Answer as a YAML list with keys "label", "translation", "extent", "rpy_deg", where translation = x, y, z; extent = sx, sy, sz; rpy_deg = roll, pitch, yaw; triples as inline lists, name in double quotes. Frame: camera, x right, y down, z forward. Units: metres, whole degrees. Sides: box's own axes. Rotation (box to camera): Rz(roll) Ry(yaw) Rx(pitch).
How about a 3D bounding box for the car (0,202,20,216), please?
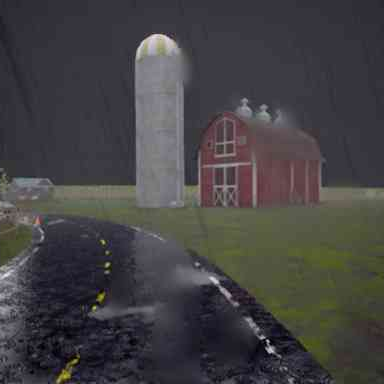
- label: "car"
  translation: [-22.002, 1.879, 38.894]
  extent: [5.008, 1.535, 1.882]
  rpy_deg: [-1, 0, 37]

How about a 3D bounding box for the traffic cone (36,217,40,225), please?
- label: "traffic cone"
  translation: [-11.684, 2.202, 25.175]
  extent: [0.340, 0.580, 0.340]
  rpy_deg: [-1, 0, -32]

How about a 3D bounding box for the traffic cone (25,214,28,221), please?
- label: "traffic cone"
  translation: [-14.444, 2.252, 29.007]
  extent: [0.340, 0.580, 0.340]
  rpy_deg: [-1, 0, -39]
